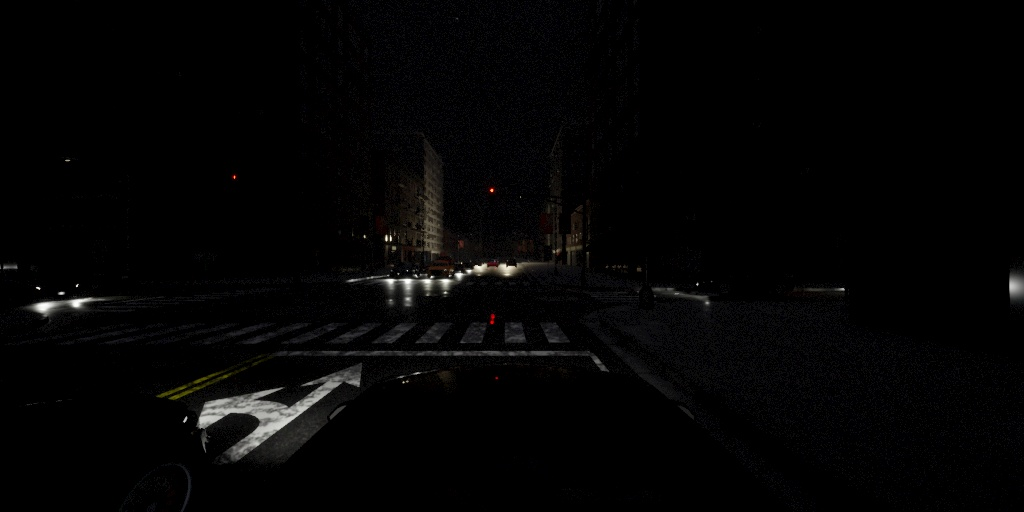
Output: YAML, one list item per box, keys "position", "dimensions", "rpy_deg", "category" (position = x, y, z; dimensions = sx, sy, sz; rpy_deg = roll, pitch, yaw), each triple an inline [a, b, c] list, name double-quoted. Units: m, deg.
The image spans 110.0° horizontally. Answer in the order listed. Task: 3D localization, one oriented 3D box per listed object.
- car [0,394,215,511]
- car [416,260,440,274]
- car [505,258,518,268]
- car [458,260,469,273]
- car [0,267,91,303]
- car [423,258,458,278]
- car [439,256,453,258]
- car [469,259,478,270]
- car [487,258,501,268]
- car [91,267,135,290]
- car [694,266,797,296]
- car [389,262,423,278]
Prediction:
- position: [-3.243, 1.276, 0.818]
  dimensions: [1.812, 1.442, 4.674]
  rpy_deg: [0, 0, 0]
  category: "car"
- position: [-9.908, 1.272, 42.561]
  dimensions: [1.812, 1.442, 4.674]
  rpy_deg: [0, 0, 0]
  category: "car"
- position: [-0.093, 1.245, 62.235]
  dimensions: [1.837, 1.490, 4.892]
  rpy_deg: [0, 0, 0]
  category: "car"
- position: [-6.663, 1.310, 42.910]
  dimensions: [1.994, 1.385, 4.181]
  rpy_deg: [0, 0, 0]
  category: "car"
- position: [-22.919, 1.290, 16.136]
  dimensions: [5.357, 1.411, 2.033]
  rpy_deg: [0, 0, 0]
  category: "car"
- position: [-6.647, 1.226, 33.921]
  dimensions: [1.882, 1.535, 5.008]
  rpy_deg: [0, 0, 0]
  category: "car"
- position: [-9.922, 0.964, 53.288]
  dimensions: [2.150, 2.045, 5.566]
  rpy_deg: [0, 0, 0]
  category: "car"
- position: [-6.667, 1.307, 52.812]
  dimensions: [1.994, 1.385, 4.181]
  rpy_deg: [0, 0, 0]
  category: "car"
- position: [-3.344, 1.341, 62.677]
  dimensions: [1.895, 1.301, 4.718]
  rpy_deg: [0, 0, 0]
  category: "car"
- position: [-25.404, 1.330, 21.630]
  dimensions: [4.313, 1.339, 1.948]
  rpy_deg: [0, 0, 0]
  category: "car"
- position: [12.430, 1.294, 19.298]
  dimensions: [4.892, 1.490, 1.837]
  rpy_deg: [0, 0, 1]
  category: "car"
- position: [-9.897, 1.274, 33.546]
  dimensions: [1.812, 1.442, 4.674]
  rpy_deg: [0, 0, 0]
  category: "car"
